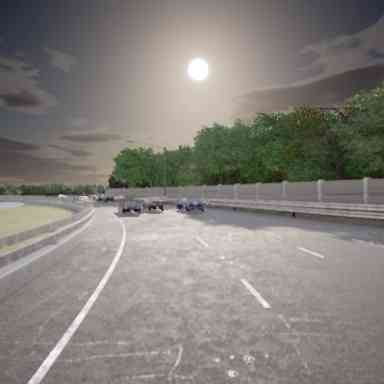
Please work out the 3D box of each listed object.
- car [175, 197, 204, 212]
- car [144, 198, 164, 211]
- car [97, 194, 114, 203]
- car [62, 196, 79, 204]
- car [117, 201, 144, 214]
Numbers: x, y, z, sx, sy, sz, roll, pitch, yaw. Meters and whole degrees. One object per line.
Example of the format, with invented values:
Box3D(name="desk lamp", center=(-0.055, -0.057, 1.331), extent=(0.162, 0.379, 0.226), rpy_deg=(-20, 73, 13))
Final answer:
Box3D(name="car", center=(-0.370, 1.328, 37.966), extent=(2.097, 1.767, 4.553), rpy_deg=(0, 0, -20))
Box3D(name="car", center=(-4.823, 1.492, 39.757), extent=(1.837, 1.490, 4.892), rpy_deg=(1, 0, -23))
Box3D(name="car", center=(-17.573, 1.213, 67.680), extent=(2.097, 1.767, 4.553), rpy_deg=(0, 0, -37))
Box3D(name="car", center=(-23.240, 1.492, 63.519), extent=(1.882, 1.535, 5.008), rpy_deg=(0, 0, -40))
Box3D(name="car", center=(-6.649, 1.594, 34.882), extent=(1.895, 1.301, 4.718), rpy_deg=(0, 0, -19))
